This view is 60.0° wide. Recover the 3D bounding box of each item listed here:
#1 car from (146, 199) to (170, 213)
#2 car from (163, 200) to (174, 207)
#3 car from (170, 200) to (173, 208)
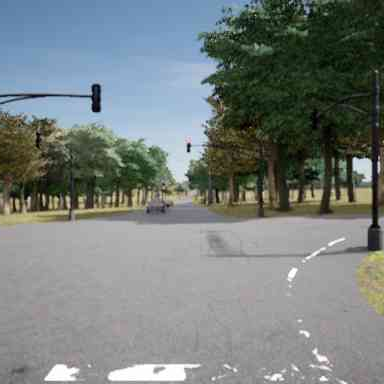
[{"bbox_3d":[-4.224,1.609,40.085,2.097,1.767,4.553,0,-1,0],"label":"car"},{"bbox_3d":[-4.793,2.293,69.058,2.033,1.411,5.357,0,-1,-1],"label":"car"},{"bbox_3d":[-4.505,2.066,54.652,1.895,1.301,4.718,0,-1,-1],"label":"car"}]
